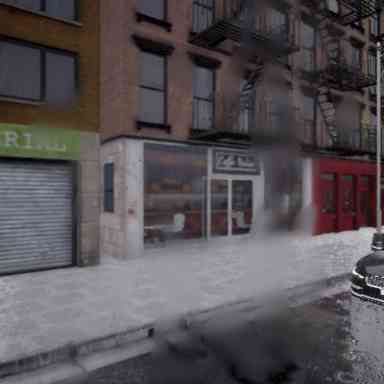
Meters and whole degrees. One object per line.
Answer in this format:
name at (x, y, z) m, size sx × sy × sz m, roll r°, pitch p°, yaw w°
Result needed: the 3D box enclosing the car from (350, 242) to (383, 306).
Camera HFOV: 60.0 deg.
car at (5.359, 1.505, 7.197) m, size 4.892 × 1.490 × 1.837 m, roll 0°, pitch 0°, yaw -35°
